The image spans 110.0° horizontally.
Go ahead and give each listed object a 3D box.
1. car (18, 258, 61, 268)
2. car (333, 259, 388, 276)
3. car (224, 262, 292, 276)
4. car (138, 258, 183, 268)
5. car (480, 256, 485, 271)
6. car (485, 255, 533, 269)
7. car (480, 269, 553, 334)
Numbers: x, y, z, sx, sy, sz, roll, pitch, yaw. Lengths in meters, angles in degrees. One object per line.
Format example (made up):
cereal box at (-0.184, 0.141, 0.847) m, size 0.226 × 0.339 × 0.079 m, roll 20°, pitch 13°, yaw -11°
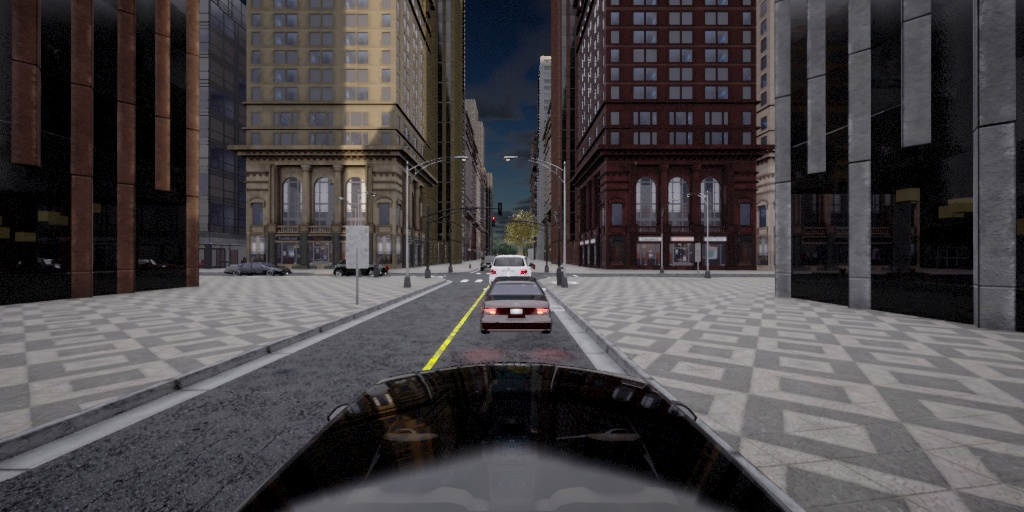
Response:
car at (-43.161, 0.979, 33.370) m, size 4.553 × 1.767 × 2.097 m, roll 0°, pitch 0°, yaw 0°
car at (-13.992, 1.052, 33.339) m, size 4.553 × 1.767 × 2.097 m, roll 0°, pitch 0°, yaw 0°
car at (-23.573, 1.220, 33.332) m, size 5.357 × 1.411 × 2.033 m, roll 0°, pitch 0°, yaw 0°
car at (-33.360, 1.001, 33.340) m, size 4.553 × 1.767 × 2.097 m, roll 0°, pitch 0°, yaw 0°
car at (-3.132, 0.969, 49.484) m, size 2.150 × 2.045 × 5.566 m, roll 0°, pitch 0°, yaw -1°
car at (0.015, 0.971, 20.854) m, size 2.150 × 2.045 × 5.566 m, roll 0°, pitch 0°, yaw 4°
car at (0.091, 1.297, 10.609) m, size 2.033 × 1.411 × 5.357 m, roll 0°, pitch 0°, yaw 0°
